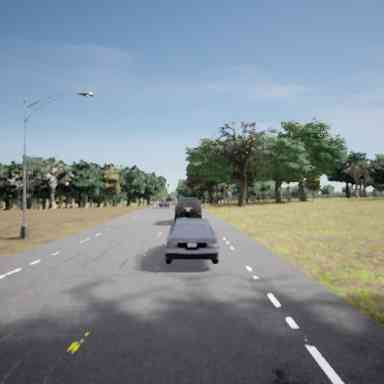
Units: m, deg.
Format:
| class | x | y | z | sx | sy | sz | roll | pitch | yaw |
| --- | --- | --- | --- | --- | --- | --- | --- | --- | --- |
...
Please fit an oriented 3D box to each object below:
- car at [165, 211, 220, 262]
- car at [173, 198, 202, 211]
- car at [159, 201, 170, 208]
| class | x | y | z | sx | sy | sz | roll | pitch | yaw |
| --- | --- | --- | --- | --- | --- | --- | --- | --- | --- |
| car | -0.004 | 1.675 | 12.561 | 2.033 | 1.411 | 5.357 | 0 | 0 | 0 |
| car | -0.361 | 1.471 | 27.640 | 2.150 | 2.045 | 5.566 | 0 | 0 | -2 |
| car | -5.449 | 2.386 | 65.701 | 1.994 | 1.385 | 4.181 | 0 | -1 | -2 |
